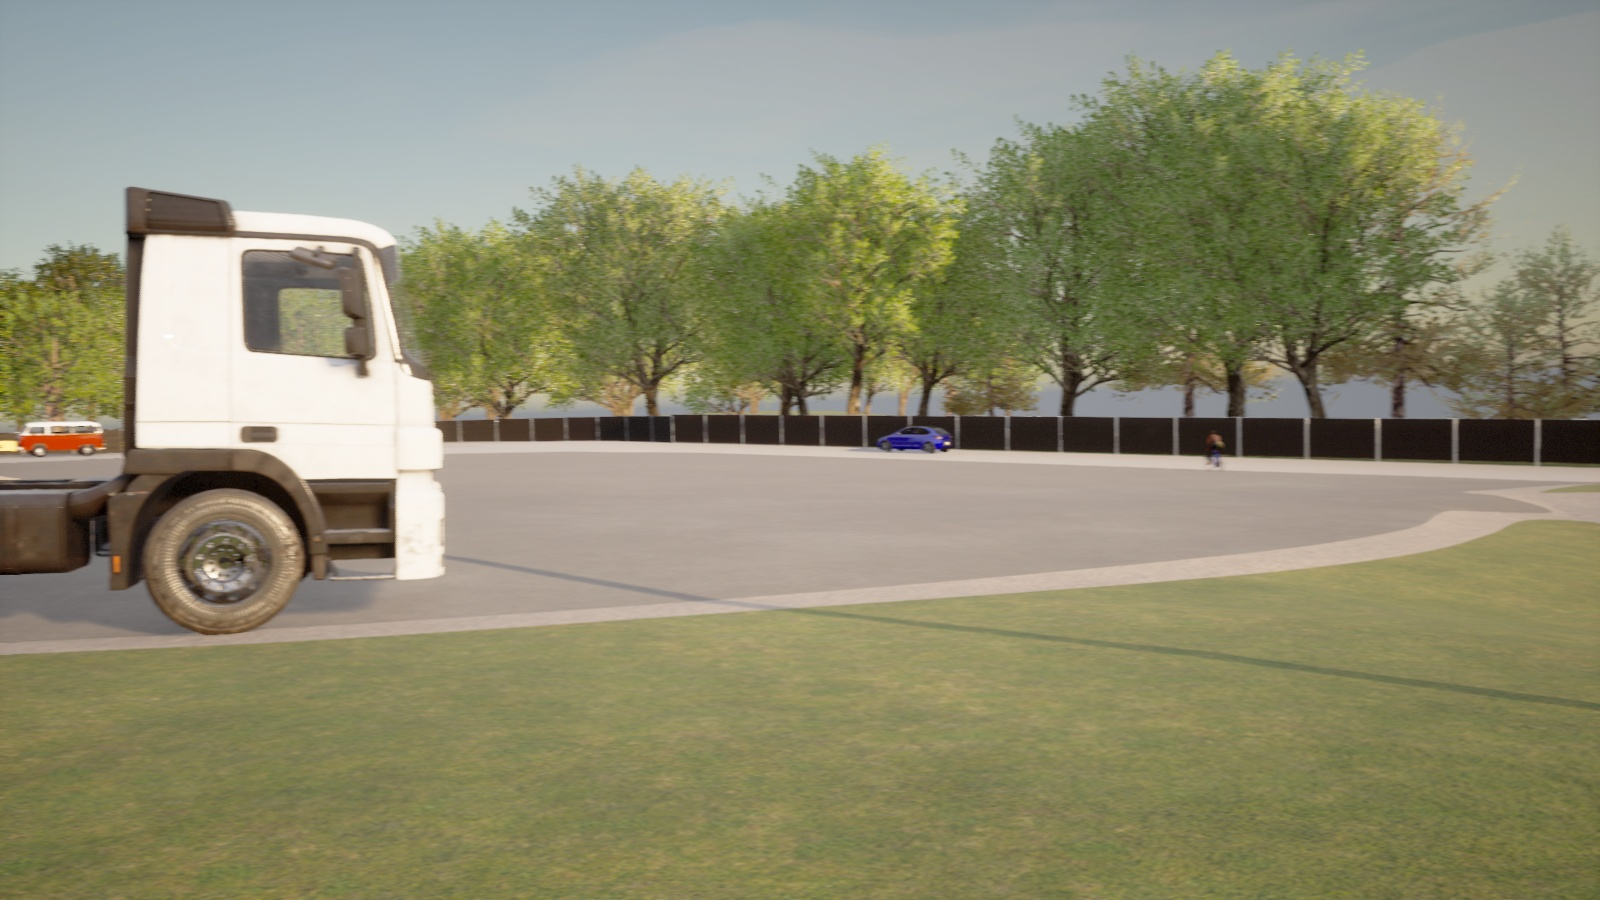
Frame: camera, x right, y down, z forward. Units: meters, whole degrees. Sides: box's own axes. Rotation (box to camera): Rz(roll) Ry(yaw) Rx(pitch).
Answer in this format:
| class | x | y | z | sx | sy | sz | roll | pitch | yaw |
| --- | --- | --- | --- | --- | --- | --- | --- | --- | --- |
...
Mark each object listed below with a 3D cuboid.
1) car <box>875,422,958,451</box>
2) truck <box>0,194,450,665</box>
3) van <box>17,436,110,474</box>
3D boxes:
| class | x | y | z | sx | sy | sz | roll | pitch | yaw |
| --- | --- | --- | --- | --- | --- | --- | --- | --- | --- |
| car | 6.362 | -0.730 | 68.750 | 4.193 | 1.474 | 1.816 | 0 | 4 | 37 |
| truck | -7.081 | -0.136 | 10.370 | 7.936 | 3.462 | 2.891 | -2 | 1 | -17 |
| van | -43.500 | 0.258 | 74.207 | 4.480 | 2.038 | 2.069 | -3 | 3 | -38 |
